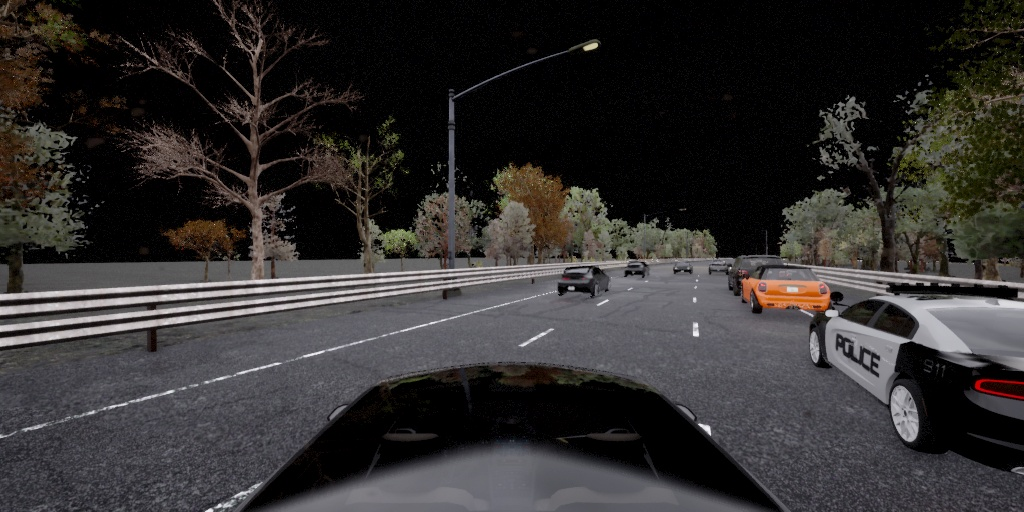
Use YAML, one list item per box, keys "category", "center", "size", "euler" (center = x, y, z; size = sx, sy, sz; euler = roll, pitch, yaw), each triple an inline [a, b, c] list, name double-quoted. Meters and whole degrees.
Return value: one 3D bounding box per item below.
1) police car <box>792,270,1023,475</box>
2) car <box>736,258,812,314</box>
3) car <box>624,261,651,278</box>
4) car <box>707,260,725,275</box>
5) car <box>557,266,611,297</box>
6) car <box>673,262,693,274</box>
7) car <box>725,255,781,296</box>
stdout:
- category: "police car"
  center: [5.627, 1.175, 4.727]
  size: [1.930, 1.638, 5.238]
  euler: [0, 0, 26]
- category: "car"
  center: [9.987, 1.102, 13.431]
  size: [2.097, 1.767, 4.553]
  euler: [0, 0, 27]
- category: "car"
  center: [12.129, 1.265, 34.565]
  size: [1.837, 1.490, 4.892]
  euler: [0, 0, 28]
- category: "car"
  center: [22.610, 1.261, 39.273]
  size: [2.128, 1.511, 4.902]
  euler: [0, 0, 30]
- category: "car"
  center: [3.888, 1.256, 18.917]
  size: [1.837, 1.490, 4.892]
  euler: [0, 0, 27]
- category: "car"
  center: [19.491, 1.369, 40.729]
  size: [1.895, 1.301, 4.718]
  euler: [0, 0, 29]
- category: "car"
  center: [12.723, 0.978, 18.754]
  size: [2.150, 2.045, 5.566]
  euler: [0, 0, 27]
